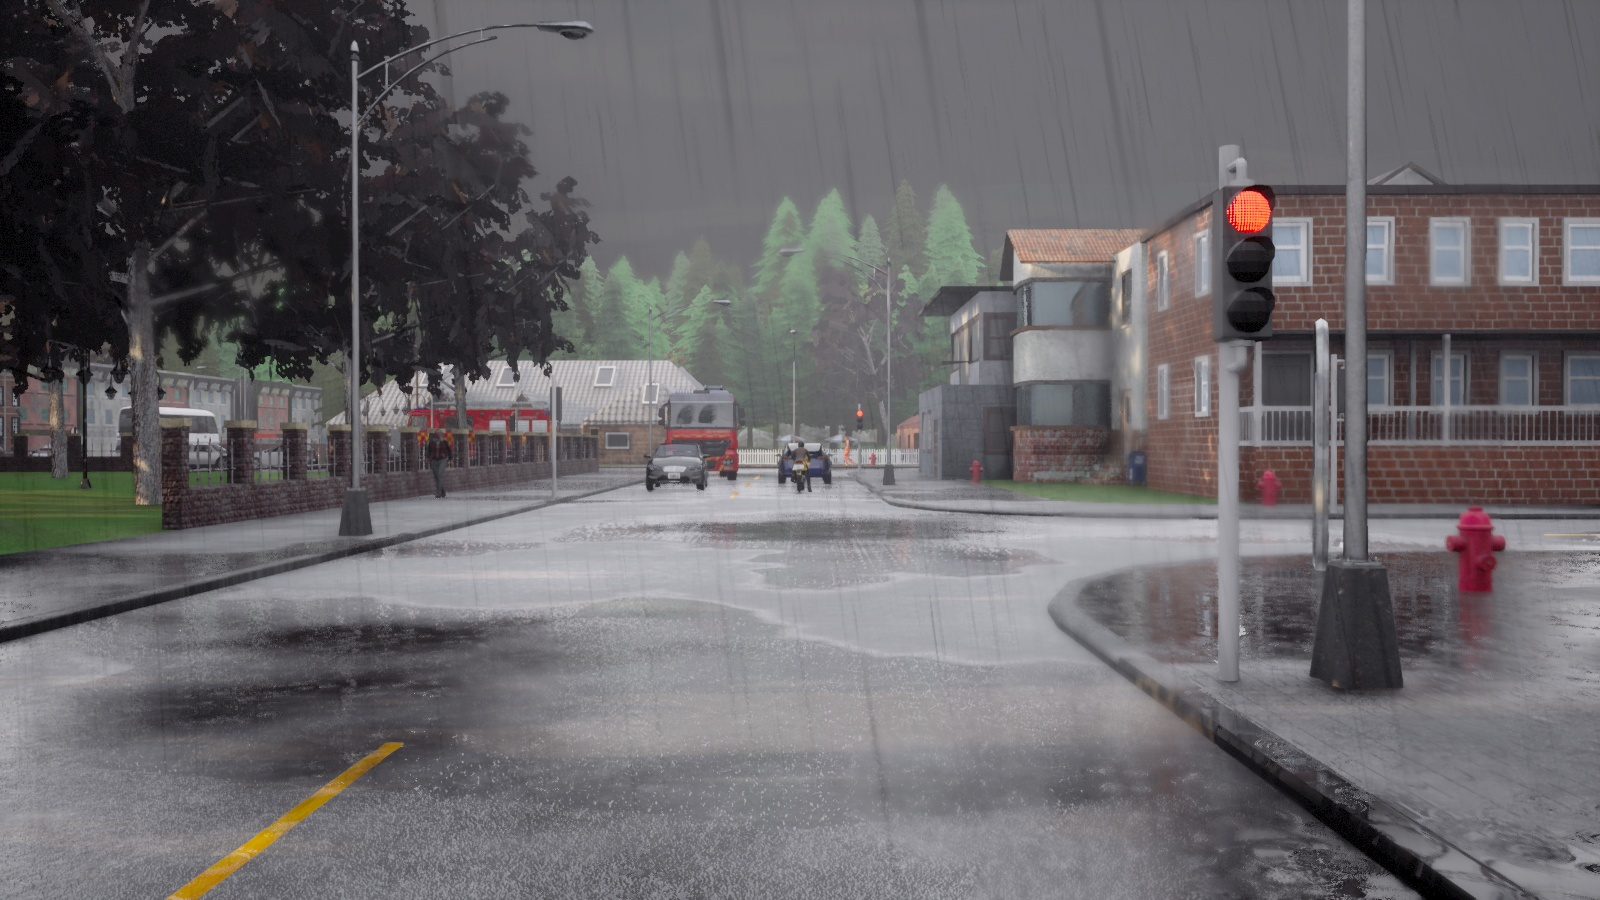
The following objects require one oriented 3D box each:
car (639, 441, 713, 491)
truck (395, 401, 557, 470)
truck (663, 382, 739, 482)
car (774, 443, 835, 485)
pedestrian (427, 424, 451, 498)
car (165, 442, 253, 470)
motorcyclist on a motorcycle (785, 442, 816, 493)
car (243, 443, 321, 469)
[{"bbox_3d":[-3.946,0.467,40.708,2.128,1.511,4.902,0,0,-3],"label":"car"},{"bbox_3d":[-18.288,-0.840,71.285,8.468,3.827,2.891,0,0,1],"label":"truck"},{"bbox_3d":[-4.037,-0.721,52.503,2.891,3.827,8.468,0,0,-3],"label":"truck"},{"bbox_3d":[0.167,0.477,47.199,2.163,1.488,4.792,0,0,0],"label":"car"},{"bbox_3d":[-9.167,0.267,31.913,0.376,1.854,0.720,0,0,2],"label":"pedestrian"},{"bbox_3d":[-31.765,0.301,67.616,3.806,1.475,1.970,0,0,-1],"label":"car"},{"bbox_3d":[0.028,0.510,38.236,0.797,1.523,2.044,0,0,4],"label":"motorcyclist on a motorcycle"},{"bbox_3d":[-29.387,0.330,71.299,3.633,1.501,1.845,0,0,0],"label":"car"}]
